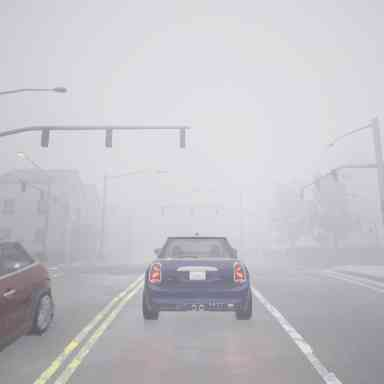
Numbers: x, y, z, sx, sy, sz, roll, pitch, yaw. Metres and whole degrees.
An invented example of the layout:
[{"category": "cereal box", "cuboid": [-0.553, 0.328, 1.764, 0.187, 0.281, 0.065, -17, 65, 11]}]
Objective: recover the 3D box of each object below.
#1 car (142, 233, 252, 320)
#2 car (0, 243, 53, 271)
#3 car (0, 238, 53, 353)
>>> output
[{"category": "car", "cuboid": [0.102, 1.809, 8.253, 2.097, 1.767, 4.553, 0, -7, 0]}, {"category": "car", "cuboid": [-13.238, 4.893, 24.682, 5.008, 1.535, 1.882, -7, -11, 1]}, {"category": "car", "cuboid": [-3.579, 1.462, 4.177, 2.097, 1.767, 4.553, 0, -3, 0]}]
